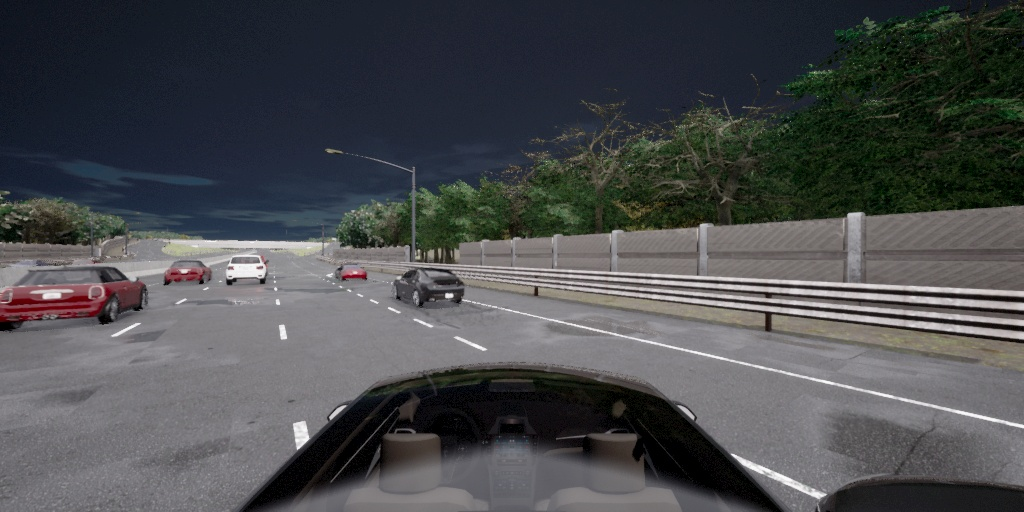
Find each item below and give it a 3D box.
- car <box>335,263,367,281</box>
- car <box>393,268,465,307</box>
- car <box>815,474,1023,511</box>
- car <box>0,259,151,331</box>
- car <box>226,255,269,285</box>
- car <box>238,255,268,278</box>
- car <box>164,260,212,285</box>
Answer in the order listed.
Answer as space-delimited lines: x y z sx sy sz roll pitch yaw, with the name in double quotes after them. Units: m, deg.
-13.659 1.298 30.347 1.994 1.385 4.181 0 0 -34 "car"
-3.737 1.252 15.599 1.837 1.490 4.892 0 0 -34 "car"
2.986 1.315 0.375 4.181 1.385 1.994 0 0 34 "car"
-13.594 1.097 11.435 2.097 1.767 4.553 0 0 -34 "car"
-19.260 0.956 26.135 2.150 2.045 5.566 0 0 -34 "car"
-25.249 0.945 35.096 2.150 2.045 5.566 0 0 -34 "car"
-23.477 1.084 26.136 2.097 1.767 4.553 0 0 -34 "car"
